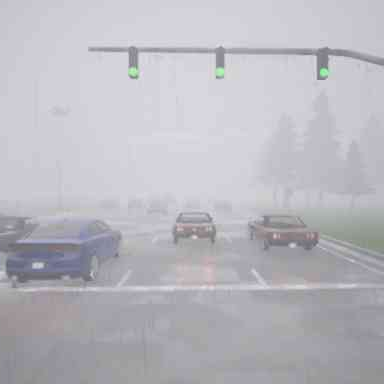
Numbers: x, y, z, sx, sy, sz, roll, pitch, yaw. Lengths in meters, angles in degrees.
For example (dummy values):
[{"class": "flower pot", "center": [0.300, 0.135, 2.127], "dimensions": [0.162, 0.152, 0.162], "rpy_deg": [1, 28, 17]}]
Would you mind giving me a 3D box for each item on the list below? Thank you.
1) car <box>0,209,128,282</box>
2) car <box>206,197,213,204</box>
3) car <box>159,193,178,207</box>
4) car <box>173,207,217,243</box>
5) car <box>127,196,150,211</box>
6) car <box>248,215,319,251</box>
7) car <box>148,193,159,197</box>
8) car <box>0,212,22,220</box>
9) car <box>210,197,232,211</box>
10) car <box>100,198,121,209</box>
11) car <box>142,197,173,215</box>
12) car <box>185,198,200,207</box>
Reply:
[{"class": "car", "center": [-3.398, 1.480, 9.815], "dimensions": [1.882, 1.535, 5.008], "rpy_deg": [0, 0, 0]}, {"class": "car", "center": [3.563, 1.561, 61.673], "dimensions": [2.033, 1.411, 5.357], "rpy_deg": [0, 0, 1]}, {"class": "car", "center": [-3.462, 1.236, 52.577], "dimensions": [2.150, 2.045, 5.566], "rpy_deg": [0, 0, 0]}, {"class": "car", "center": [0.105, 1.605, 16.229], "dimensions": [1.895, 1.301, 4.718], "rpy_deg": [0, 0, 0]}, {"class": "car", "center": [-6.891, 1.514, 41.759], "dimensions": [1.837, 1.490, 4.892], "rpy_deg": [0, 0, 0]}, {"class": "car", "center": [3.601, 1.604, 14.084], "dimensions": [1.895, 1.301, 4.718], "rpy_deg": [0, 0, 0]}, {"class": "car", "center": [-6.977, 1.236, 61.680], "dimensions": [2.150, 2.045, 5.566], "rpy_deg": [0, 0, 0]}, {"class": "car", "center": [-6.898, 1.604, 13.066], "dimensions": [1.895, 1.301, 4.718], "rpy_deg": [0, 0, 0]}, {"class": "car", "center": [3.609, 1.610, 39.806], "dimensions": [1.895, 1.301, 4.718], "rpy_deg": [0, 0, 0]}, {"class": "car", "center": [-10.391, 1.501, 42.496], "dimensions": [2.128, 1.511, 4.902], "rpy_deg": [0, 0, 0]}, {"class": "car", "center": [-3.393, 1.555, 33.812], "dimensions": [2.033, 1.411, 5.357], "rpy_deg": [0, 0, 0]}, {"class": "car", "center": [0.109, 1.536, 43.041], "dimensions": [1.812, 1.442, 4.674], "rpy_deg": [0, 0, 0]}]
